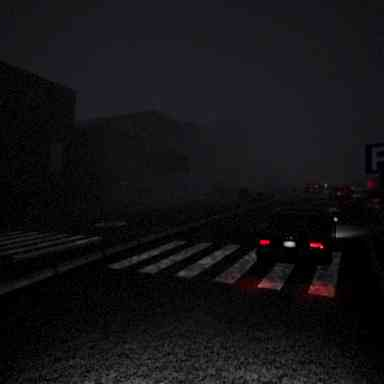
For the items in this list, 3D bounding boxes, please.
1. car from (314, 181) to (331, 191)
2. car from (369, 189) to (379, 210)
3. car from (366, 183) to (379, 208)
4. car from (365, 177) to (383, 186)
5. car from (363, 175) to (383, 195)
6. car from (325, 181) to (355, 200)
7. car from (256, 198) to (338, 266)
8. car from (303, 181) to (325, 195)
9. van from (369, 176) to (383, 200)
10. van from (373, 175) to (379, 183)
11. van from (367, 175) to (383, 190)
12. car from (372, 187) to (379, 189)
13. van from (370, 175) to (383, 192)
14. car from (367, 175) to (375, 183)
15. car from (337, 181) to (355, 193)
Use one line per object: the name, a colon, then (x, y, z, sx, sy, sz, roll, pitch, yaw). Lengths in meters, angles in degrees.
car: (19.066, -0.919, 48.416, 1.895, 1.301, 4.718, 0, 3, 27)
car: (10.206, 0.771, 13.244, 4.892, 1.521, 2.231, -1, 3, 7)
car: (12.816, 0.452, 18.665, 5.366, 1.575, 1.946, 0, 3, 7)
car: (32.499, -1.765, 56.515, 4.892, 1.521, 2.231, -1, 3, 7)
car: (21.389, -0.751, 34.851, 5.566, 2.045, 2.435, -1, 3, 7)
car: (14.001, -0.142, 31.276, 1.882, 1.535, 5.008, 0, 3, 27)
car: (3.378, 1.162, 10.250, 2.033, 1.411, 5.357, 0, 3, 25)
car: (14.444, -0.502, 39.454, 2.128, 1.511, 4.902, 0, 3, 27)
van: (18.457, -0.406, 29.456, 4.442, 1.987, 1.878, -1, 3, 7)
van: (14.508, 0.067, 21.323, 4.442, 1.987, 1.878, -1, 3, 7)
van: (26.821, -1.359, 45.676, 4.442, 1.987, 1.878, -1, 3, 7)
car: (11.609, 0.652, 15.941, 4.674, 1.452, 2.002, -1, 3, 7)
van: (24.265, -1.044, 40.249, 4.442, 1.987, 1.878, -1, 3, 7)
car: (15.756, -0.115, 24.035, 5.566, 2.045, 2.435, -1, 3, 7)
car: (19.503, -0.645, 41.955, 1.895, 1.301, 4.718, 0, 3, 27)
